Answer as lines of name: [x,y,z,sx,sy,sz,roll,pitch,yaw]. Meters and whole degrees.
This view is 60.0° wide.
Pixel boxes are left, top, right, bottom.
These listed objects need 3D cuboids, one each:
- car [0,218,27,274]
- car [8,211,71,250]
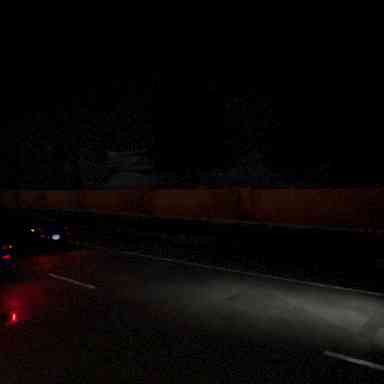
car: [-6.715,1.533,9.395,4.674,1.442,1.812,0,0,40]
car: [-6.922,1.540,14.163,4.674,1.442,1.812,0,0,41]
